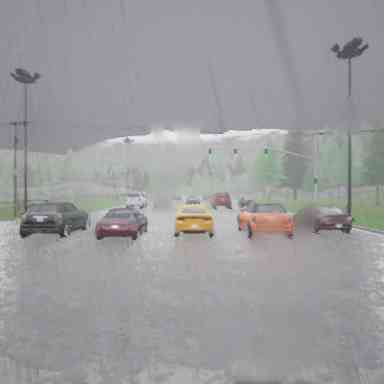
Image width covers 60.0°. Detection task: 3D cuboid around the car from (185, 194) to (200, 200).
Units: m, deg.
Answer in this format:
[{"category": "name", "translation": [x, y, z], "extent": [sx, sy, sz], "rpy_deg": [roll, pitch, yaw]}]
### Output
[{"category": "car", "translation": [0.098, 1.347, 43.141], "extent": [1.812, 1.442, 4.674], "rpy_deg": [0, 0, 0]}]

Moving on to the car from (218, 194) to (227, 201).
[{"category": "car", "translation": [7.021, 1.207, 76.871], "extent": [1.812, 1.442, 4.674], "rpy_deg": [0, 0, 0]}]

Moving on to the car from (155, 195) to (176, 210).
[{"category": "car", "translation": [-3.392, 1.433, 40.570], "extent": [1.895, 1.301, 4.718], "rpy_deg": [0, 0, 0]}]

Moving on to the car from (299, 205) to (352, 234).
[{"category": "car", "translation": [7.106, 1.450, 18.379], "extent": [1.812, 1.442, 4.674], "rpy_deg": [0, 0, 0]}]

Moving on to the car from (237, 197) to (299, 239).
[{"category": "car", "translation": [3.606, 1.281, 17.054], "extent": [2.097, 1.767, 4.553], "rpy_deg": [0, 0, 0]}]

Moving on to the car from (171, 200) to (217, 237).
[{"category": "car", "translation": [0.106, 1.404, 17.666], "extent": [1.882, 1.535, 5.008], "rpy_deg": [0, 0, 0]}]

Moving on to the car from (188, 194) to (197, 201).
[{"category": "car", "translation": [0.021, 1.223, 76.771], "extent": [2.033, 1.411, 5.357], "rpy_deg": [0, 0, 0]}]

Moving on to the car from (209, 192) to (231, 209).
[{"category": "car", "translation": [3.609, 1.050, 41.414], "extent": [2.150, 2.045, 5.566], "rpy_deg": [0, 0, 0]}]

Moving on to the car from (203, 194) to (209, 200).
[{"category": "car", "translation": [3.521, 1.213, 75.220], "extent": [1.812, 1.442, 4.674], "rpy_deg": [0, 0, 0]}]

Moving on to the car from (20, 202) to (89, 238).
[{"category": "car", "translation": [-6.894, 1.280, 17.228], "extent": [2.097, 1.767, 4.553], "rpy_deg": [0, 0, 0]}]

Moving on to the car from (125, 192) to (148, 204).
[{"category": "car", "translation": [-6.890, 1.050, 41.361], "extent": [2.150, 2.045, 5.566], "rpy_deg": [0, 0, 0]}]

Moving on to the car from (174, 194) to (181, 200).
[{"category": "car", "translation": [-3.479, 1.242, 75.039], "extent": [1.994, 1.385, 4.181], "rpy_deg": [0, 0, 0]}]

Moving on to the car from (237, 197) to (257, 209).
[{"category": "car", "translation": [7.111, 1.347, 43.132], "extent": [1.812, 1.442, 4.674], "rpy_deg": [0, 0, 0]}]

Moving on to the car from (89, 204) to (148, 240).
[{"category": "car", "translation": [-3.395, 1.495, 16.656], "extent": [1.994, 1.385, 4.181], "rpy_deg": [0, 0, 0]}]
